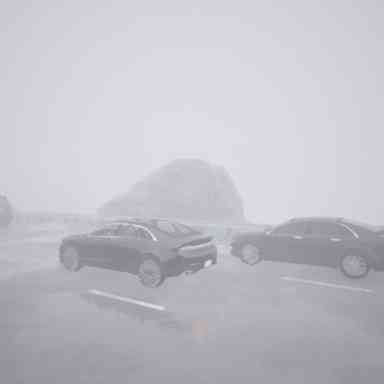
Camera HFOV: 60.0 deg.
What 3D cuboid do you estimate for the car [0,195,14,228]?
[{"bbox_3d":[-13.311,1.184,20.281,5.566,2.045,2.150,0,0,29],"label":"car"}]

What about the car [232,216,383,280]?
[{"bbox_3d":[3.481,1.479,9.954,4.892,1.490,1.837,0,0,35],"label":"car"}]

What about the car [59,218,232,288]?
[{"bbox_3d":[-1.645,1.471,9.179,4.902,1.511,2.128,0,0,33],"label":"car"}]
